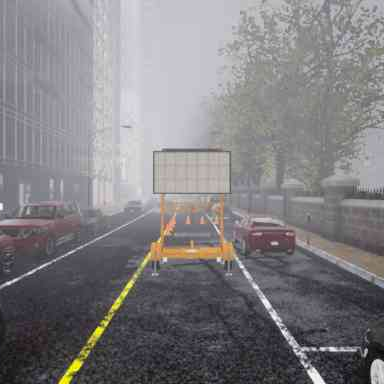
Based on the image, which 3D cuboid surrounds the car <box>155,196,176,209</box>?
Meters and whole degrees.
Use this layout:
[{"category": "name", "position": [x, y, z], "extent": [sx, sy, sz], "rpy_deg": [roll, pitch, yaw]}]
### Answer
[{"category": "car", "position": [-3.543, 1.519, 44.911], "extent": [1.895, 1.301, 4.718], "rpy_deg": [0, 0, -1]}]

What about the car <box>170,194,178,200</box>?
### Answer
[{"category": "car", "position": [-4.486, 1.258, 84.689], "extent": [1.882, 1.535, 5.008], "rpy_deg": [0, 0, -2]}]

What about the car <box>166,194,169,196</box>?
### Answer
[{"category": "car", "position": [-7.187, 1.112, 79.794], "extent": [2.192, 1.841, 5.009], "rpy_deg": [0, 0, -2]}]

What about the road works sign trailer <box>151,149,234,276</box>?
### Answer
[{"category": "road works sign trailer", "position": [0.002, 0.461, 10.350], "extent": [2.380, 3.560, 2.880], "rpy_deg": [0, 0, 0]}]

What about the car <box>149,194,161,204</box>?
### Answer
[{"category": "car", "position": [-6.606, 1.457, 57.563], "extent": [1.802, 1.307, 4.206], "rpy_deg": [0, 0, -2]}]

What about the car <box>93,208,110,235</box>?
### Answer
[{"category": "car", "position": [-5.829, 1.553, 18.577], "extent": [1.947, 1.339, 4.313], "rpy_deg": [0, 0, 0]}]

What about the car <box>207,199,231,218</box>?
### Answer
[{"category": "car", "position": [2.625, 1.548, 29.727], "extent": [1.802, 1.307, 4.206], "rpy_deg": [0, 0, -1]}]

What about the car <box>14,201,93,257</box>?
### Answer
[{"category": "car", "position": [-5.830, 1.310, 13.015], "extent": [2.192, 1.841, 5.009], "rpy_deg": [0, 0, 0]}]

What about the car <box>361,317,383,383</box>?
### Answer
[{"category": "car", "position": [2.693, 1.551, 1.947], "extent": [2.008, 1.369, 4.403], "rpy_deg": [0, 0, 0]}]

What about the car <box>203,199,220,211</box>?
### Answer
[{"category": "car", "position": [2.361, 1.515, 40.851], "extent": [1.802, 1.307, 4.206], "rpy_deg": [0, 0, -2]}]

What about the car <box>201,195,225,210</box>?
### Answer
[{"category": "car", "position": [2.508, 1.266, 35.292], "extent": [2.192, 1.841, 5.009], "rpy_deg": [0, 0, -2]}]

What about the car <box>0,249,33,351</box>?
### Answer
[{"category": "car", "position": [-3.100, 1.526, 2.178], "extent": [1.812, 1.442, 4.674], "rpy_deg": [0, 0, 0]}]

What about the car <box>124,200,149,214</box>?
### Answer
[{"category": "car", "position": [-6.023, 1.515, 35.323], "extent": [1.947, 1.339, 4.313], "rpy_deg": [0, 0, -1]}]

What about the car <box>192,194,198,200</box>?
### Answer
[{"category": "car", "position": [1.195, 1.330, 85.313], "extent": [2.008, 1.369, 4.403], "rpy_deg": [0, 0, -1]}]

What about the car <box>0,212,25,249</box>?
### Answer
[{"category": "car", "position": [-5.832, 1.439, 7.457], "extent": [1.967, 1.590, 4.097], "rpy_deg": [0, 0, 0]}]

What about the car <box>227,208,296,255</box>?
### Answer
[{"category": "car", "position": [2.695, 1.540, 13.069], "extent": [1.887, 1.381, 4.507], "rpy_deg": [0, 0, 0]}]

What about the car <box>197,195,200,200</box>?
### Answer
[{"category": "car", "position": [2.215, 1.465, 46.408], "extent": [2.008, 1.369, 4.403], "rpy_deg": [0, 0, -2]}]
